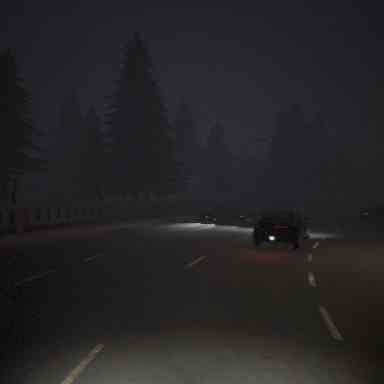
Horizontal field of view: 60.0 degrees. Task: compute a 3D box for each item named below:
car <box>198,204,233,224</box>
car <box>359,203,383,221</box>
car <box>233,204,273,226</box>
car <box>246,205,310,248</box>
[{"bbox_3d":[2.276,1.615,25.425,1.994,1.385,4.181,0,0,38],"label":"car"},{"bbox_3d":[16.470,1.679,29.174,4.674,1.442,1.812,0,0,-35],"label":"car"},{"bbox_3d":[5.115,1.594,23.529,1.812,1.442,4.674,0,0,39],"label":"car"},{"bbox_3d":[4.169,1.555,15.200,1.837,1.490,4.892,0,0,25],"label":"car"}]
